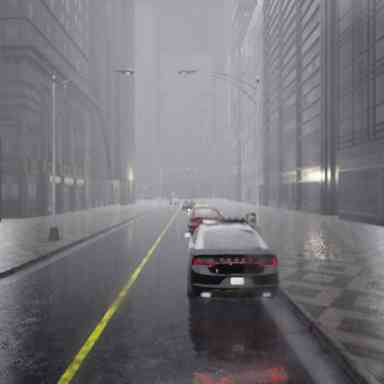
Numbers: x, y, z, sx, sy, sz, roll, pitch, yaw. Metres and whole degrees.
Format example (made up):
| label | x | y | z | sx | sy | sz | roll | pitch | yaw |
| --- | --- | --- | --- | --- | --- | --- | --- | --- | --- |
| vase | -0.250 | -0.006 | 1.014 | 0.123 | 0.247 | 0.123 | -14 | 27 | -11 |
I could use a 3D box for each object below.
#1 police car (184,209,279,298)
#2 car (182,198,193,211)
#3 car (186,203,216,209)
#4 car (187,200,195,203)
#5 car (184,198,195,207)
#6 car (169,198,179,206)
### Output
| label | x | y | z | sx | sy | sz | roll | pitch | yaw |
| --- | --- | --- | --- | --- | --- | --- | --- | --- | --- |
| police car | 0.830 | 1.479 | 8.810 | 1.930 | 1.638 | 5.238 | 0 | 0 | 0 |
| car | -0.360 | 1.885 | 46.302 | 1.895 | 1.301 | 4.718 | 0 | 0 | 0 |
| car | 0.750 | 1.592 | 18.700 | 1.882 | 1.535 | 5.008 | 0 | 0 | 0 |
| car | 0.700 | 1.607 | 24.890 | 1.801 | 1.575 | 5.366 | 0 | 0 | 0 |
| car | -0.481 | 1.894 | 59.916 | 1.812 | 1.442 | 4.674 | 0 | 0 | 0 |
| car | -3.530 | 1.899 | 66.061 | 2.128 | 1.511 | 4.902 | 0 | 0 | 0 |
